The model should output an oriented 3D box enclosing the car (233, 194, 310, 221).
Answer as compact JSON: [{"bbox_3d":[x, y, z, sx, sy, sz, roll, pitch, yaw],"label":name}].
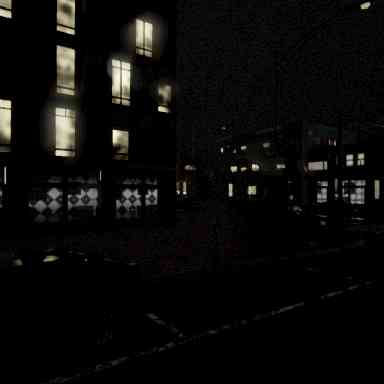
[{"bbox_3d":[5.774,1.101,24.781,2.192,1.841,5.009,1,0,-36],"label":"car"}]

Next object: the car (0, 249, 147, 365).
[{"bbox_3d":[-2.722,1.566,4.613,4.313,1.339,1.947,0,0,-36],"label":"car"}]

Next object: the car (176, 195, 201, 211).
[{"bbox_3d":[-0.812,1.231,33.712,1.802,1.307,4.206,1,0,-36],"label":"car"}]

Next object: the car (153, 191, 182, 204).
[{"bbox_3d":[-3.927,0.793,52.077,2.192,1.841,5.009,1,0,-36],"label":"car"}]

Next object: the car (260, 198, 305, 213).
[{"bbox_3d":[9.225,1.340,34.216,1.802,1.307,4.206,1,0,-36],"label":"car"}]

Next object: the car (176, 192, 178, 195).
[{"bbox_3d":[-0.643,1.101,47.613,2.008,1.369,4.403,1,0,-36],"label":"car"}]

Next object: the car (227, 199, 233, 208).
[{"bbox_3d":[5.937,1.130,38.683,1.967,1.590,4.097,1,0,-36],"label":"car"}]

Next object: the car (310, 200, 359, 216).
[{"bbox_3d":[12.515,1.371,29.752,1.887,1.381,4.507,1,0,-36],"label":"car"}]
